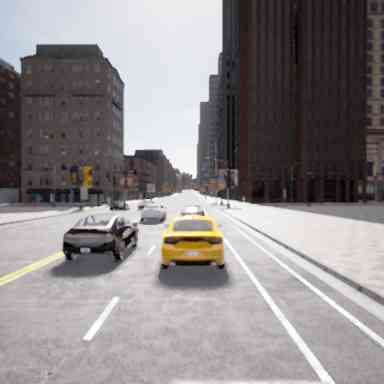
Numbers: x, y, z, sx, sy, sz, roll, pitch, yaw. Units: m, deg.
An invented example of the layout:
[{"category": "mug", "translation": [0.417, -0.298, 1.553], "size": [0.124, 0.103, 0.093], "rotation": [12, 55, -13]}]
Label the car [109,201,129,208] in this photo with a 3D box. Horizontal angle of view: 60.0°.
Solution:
[{"category": "car", "translation": [-9.771, 1.852, 45.073], "size": [1.994, 1.385, 4.181], "rotation": [0, -1, 1]}]

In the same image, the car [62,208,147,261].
[{"category": "car", "translation": [-3.199, 1.559, 12.467], "size": [2.128, 1.511, 4.902], "rotation": [0, 0, 0]}]

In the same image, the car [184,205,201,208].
[{"category": "car", "translation": [0.040, 1.697, 25.321], "size": [2.033, 1.411, 5.357], "rotation": [0, 0, 0]}]

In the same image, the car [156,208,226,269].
[{"category": "car", "translation": [0.042, 1.539, 11.448], "size": [1.882, 1.535, 5.008], "rotation": [0, 0, 0]}]

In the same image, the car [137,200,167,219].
[{"category": "car", "translation": [-3.183, 1.694, 28.179], "size": [1.812, 1.442, 4.674], "rotation": [0, 0, 1]}]
